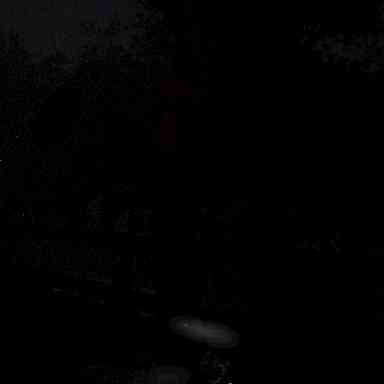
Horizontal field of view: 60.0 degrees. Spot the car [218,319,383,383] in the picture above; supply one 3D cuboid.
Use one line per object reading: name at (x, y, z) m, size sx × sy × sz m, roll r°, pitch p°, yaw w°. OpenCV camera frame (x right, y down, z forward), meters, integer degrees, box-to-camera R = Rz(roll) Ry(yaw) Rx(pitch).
car at (2.165, 1.560, 2.140) m, size 4.181 × 1.385 × 1.994 m, roll 0°, pitch 0°, yaw 35°
